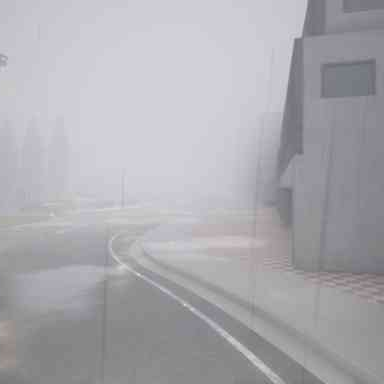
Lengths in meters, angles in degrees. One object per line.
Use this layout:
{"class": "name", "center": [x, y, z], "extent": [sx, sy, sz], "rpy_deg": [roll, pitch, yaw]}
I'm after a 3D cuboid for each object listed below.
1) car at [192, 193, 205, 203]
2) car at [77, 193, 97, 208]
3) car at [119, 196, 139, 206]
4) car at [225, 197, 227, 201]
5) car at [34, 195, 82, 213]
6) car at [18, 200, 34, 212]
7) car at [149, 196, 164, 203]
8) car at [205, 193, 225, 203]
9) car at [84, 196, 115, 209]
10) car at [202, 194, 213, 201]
{"class": "car", "center": [1.556, 1.209, 71.653], "extent": [2.150, 2.045, 5.566], "rpy_deg": [0, 0, 13]}
{"class": "car", "center": [-15.771, 1.217, 48.645], "extent": [2.150, 2.045, 5.566], "rpy_deg": [0, 0, 13]}
{"class": "car", "center": [-10.533, 1.485, 55.533], "extent": [2.128, 1.511, 4.902], "rpy_deg": [0, 0, 13]}
{"class": "car", "center": [7.333, 1.543, 80.931], "extent": [1.994, 1.385, 4.181], "rpy_deg": [0, 0, 13]}
{"class": "car", "center": [-14.908, 1.473, 37.419], "extent": [1.882, 1.535, 5.008], "rpy_deg": [0, 0, 15]}
{"class": "car", "center": [-18.074, 1.596, 39.173], "extent": [1.895, 1.301, 4.718], "rpy_deg": [0, 0, 14]}
{"class": "car", "center": [-7.304, 1.555, 68.924], "extent": [1.994, 1.385, 4.181], "rpy_deg": [0, 0, 13]}
{"class": "car", "center": [4.960, 1.217, 70.796], "extent": [2.150, 2.045, 5.566], "rpy_deg": [0, 0, 13]}
{"class": "car", "center": [-12.673, 1.595, 46.489], "extent": [1.895, 1.301, 4.718], "rpy_deg": [0, 0, 13]}
{"class": "car", "center": [3.839, 1.347, 81.362], "extent": [1.812, 1.442, 4.674], "rpy_deg": [0, 0, 13]}
